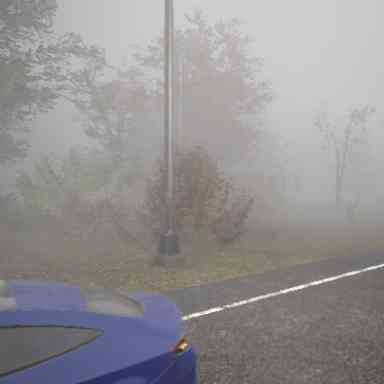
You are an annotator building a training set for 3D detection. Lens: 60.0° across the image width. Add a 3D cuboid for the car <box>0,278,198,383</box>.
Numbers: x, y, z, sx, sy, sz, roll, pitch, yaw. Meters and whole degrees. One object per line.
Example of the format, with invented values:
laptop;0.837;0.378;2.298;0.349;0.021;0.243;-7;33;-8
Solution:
car;-2.098;1.525;2.495;4.674;1.442;1.812;0;0;-36
